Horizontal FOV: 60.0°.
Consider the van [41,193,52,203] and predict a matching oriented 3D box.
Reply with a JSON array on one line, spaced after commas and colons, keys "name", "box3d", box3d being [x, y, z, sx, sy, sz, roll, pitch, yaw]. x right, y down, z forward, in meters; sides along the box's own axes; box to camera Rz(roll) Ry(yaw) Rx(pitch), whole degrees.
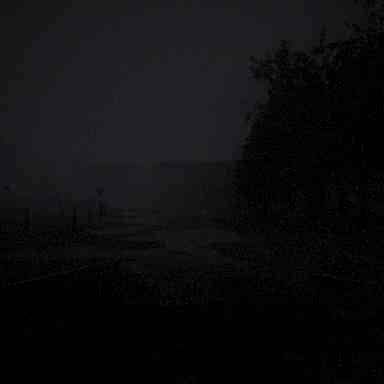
[{"name": "van", "box3d": [-26.954, 1.131, 65.951, 1.878, 1.987, 4.442, 2, -1, 27]}]

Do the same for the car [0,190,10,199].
[{"name": "car", "box3d": [-44.295, 0.602, 74.759, 2.435, 2.045, 5.566, 2, 0, 27]}]

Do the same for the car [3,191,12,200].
[{"name": "car", "box3d": [-36.728, 1.076, 70.991, 2.231, 1.521, 4.892, 2, 0, 27]}]

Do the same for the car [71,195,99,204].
[{"name": "car", "box3d": [-19.468, 1.565, 62.284, 2.163, 1.488, 4.792, 1, -1, 27]}]

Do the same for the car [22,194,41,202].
[{"name": "car", "box3d": [-31.747, 1.096, 68.521, 2.185, 1.767, 4.553, 2, 0, 27]}]

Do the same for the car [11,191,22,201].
[{"name": "car", "box3d": [-34.362, 1.144, 69.790, 2.097, 1.535, 5.008, 2, 0, 27]}]

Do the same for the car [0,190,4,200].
[{"name": "car", "box3d": [-39.191, 0.751, 72.260, 2.435, 2.045, 5.566, 2, 0, 27]}]

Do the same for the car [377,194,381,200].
[{"name": "car", "box3d": [44.001, 1.566, 81.330, 1.946, 1.575, 5.366, 1, 2, 38]}]

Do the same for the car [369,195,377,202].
[{"name": "car", "box3d": [40.627, 1.771, 76.962, 1.946, 1.575, 5.366, 1, 3, 38]}]

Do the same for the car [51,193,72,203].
[{"name": "car", "box3d": [-24.293, 1.299, 64.778, 2.185, 1.767, 4.553, 1, -1, 27]}]
